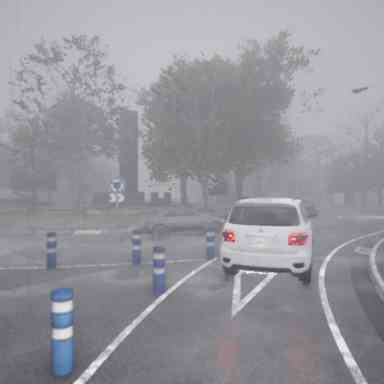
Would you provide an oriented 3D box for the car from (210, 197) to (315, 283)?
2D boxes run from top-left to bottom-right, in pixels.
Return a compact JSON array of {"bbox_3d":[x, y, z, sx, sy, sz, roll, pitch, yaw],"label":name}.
[{"bbox_3d":[2.445,1.169,9.893,2.150,2.045,5.566,0,1,20],"label":"car"}]

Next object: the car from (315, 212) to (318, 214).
[{"bbox_3d":[11.239,1.200,34.914,1.994,1.385,4.181,0,1,-1],"label":"car"}]

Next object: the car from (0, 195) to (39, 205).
[{"bbox_3d":[-23.455,1.036,45.048,1.895,1.301,4.718,1,1,35],"label":"car"}]

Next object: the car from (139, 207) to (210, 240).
[{"bbox_3d":[-0.440,1.428,16.200,4.181,1.385,1.994,0,1,-20],"label":"car"}]
